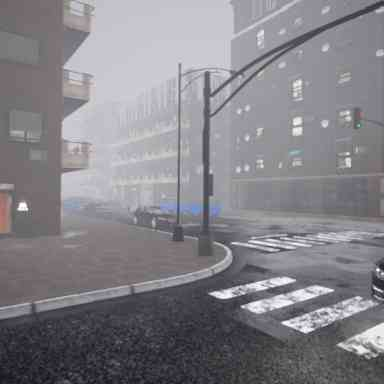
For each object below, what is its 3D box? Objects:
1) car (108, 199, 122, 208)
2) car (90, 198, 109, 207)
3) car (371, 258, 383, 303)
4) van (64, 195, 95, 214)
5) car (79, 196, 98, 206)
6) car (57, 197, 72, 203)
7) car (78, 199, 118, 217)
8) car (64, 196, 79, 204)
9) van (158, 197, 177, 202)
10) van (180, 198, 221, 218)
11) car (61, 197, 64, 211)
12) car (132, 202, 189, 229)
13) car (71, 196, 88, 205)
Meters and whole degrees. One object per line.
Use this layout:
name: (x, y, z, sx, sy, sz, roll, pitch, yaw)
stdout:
car: (-11.801, 1.677, 49.109, 1.887, 1.381, 4.507, 1, -1, -35)
car: (-14.978, 1.723, 53.713, 1.802, 1.307, 4.206, 1, -1, -35)
car: (5.651, 1.491, 6.977, 4.902, 1.511, 2.128, 0, 0, -36)
van: (-11.931, 1.357, 35.426, 1.690, 1.788, 3.998, 1, -1, -35)
car: (-18.155, 1.591, 58.318, 1.967, 1.590, 4.097, 1, -1, -35)
car: (-27.688, 1.721, 72.131, 1.887, 1.381, 4.507, 1, -1, -35)
car: (-8.755, 1.588, 30.820, 1.802, 1.307, 4.206, 1, -1, -35)
car: (-24.509, 1.608, 67.527, 1.967, 1.590, 4.097, 1, -1, -35)
van: (-2.268, 1.443, 35.297, 1.690, 1.788, 3.998, 1, -1, -35)
van: (0.910, 1.433, 30.692, 1.690, 1.788, 3.998, 1, -1, -35)
car: (-15.110, 1.577, 40.029, 2.008, 1.369, 4.403, 1, -1, -35)
car: (-2.400, 1.536, 21.611, 2.008, 1.369, 4.403, 1, -1, -35)
car: (-21.332, 1.599, 62.923, 1.967, 1.590, 4.097, 1, -1, -35)
